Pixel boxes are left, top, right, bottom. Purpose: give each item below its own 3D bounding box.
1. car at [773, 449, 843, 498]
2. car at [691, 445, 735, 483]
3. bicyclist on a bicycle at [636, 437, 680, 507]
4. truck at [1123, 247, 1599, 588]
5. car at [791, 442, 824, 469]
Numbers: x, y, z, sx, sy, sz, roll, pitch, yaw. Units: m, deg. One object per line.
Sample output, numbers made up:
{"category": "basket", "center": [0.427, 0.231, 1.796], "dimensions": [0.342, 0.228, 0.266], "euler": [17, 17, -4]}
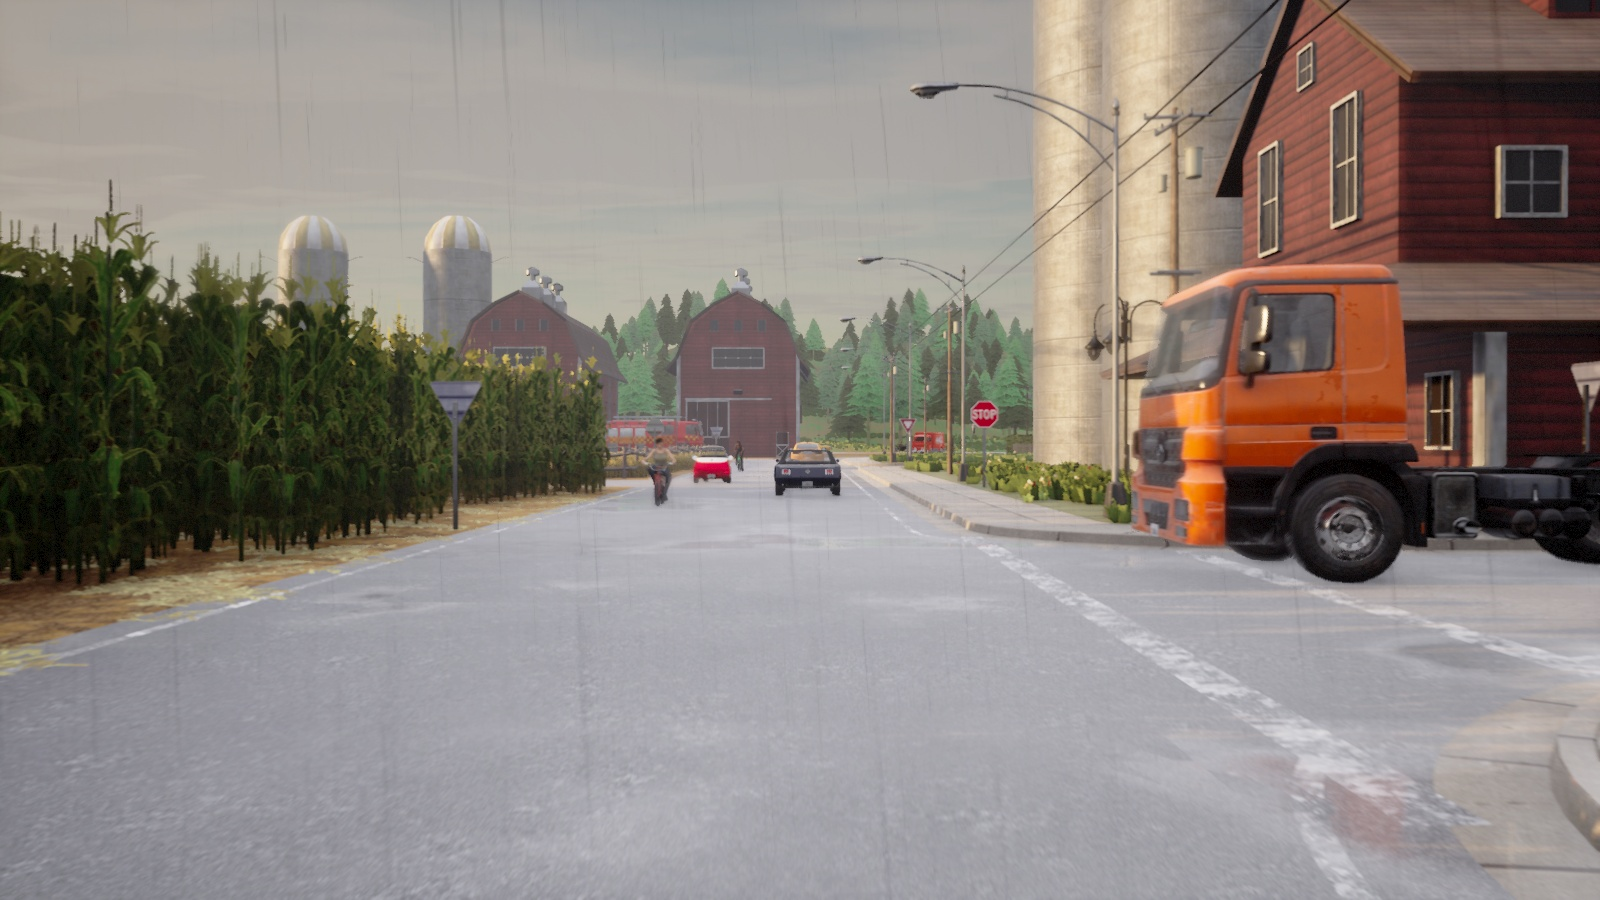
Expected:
{"category": "car", "center": [0.222, 0.631, 36.494], "dimensions": [1.895, 1.301, 4.718], "euler": [0, 0, 0]}
{"category": "car", "center": [-3.221, 0.523, 46.618], "dimensions": [1.481, 1.376, 2.207], "euler": [0, 0, 0]}
{"category": "bicyclist on a bicycle", "center": [-3.319, 0.506, 29.542], "dimensions": [0.866, 1.612, 1.509], "euler": [0, 0, 0]}
{"category": "truck", "center": [7.977, -0.340, 14.197], "dimensions": [7.936, 3.462, 2.891], "euler": [0, 0, 2]}
{"category": "car", "center": [0.428, 0.294, 72.832], "dimensions": [1.882, 1.535, 5.008], "euler": [0, 0, 0]}
